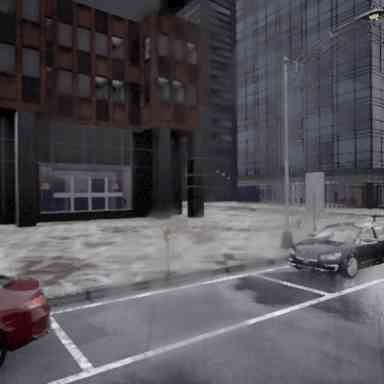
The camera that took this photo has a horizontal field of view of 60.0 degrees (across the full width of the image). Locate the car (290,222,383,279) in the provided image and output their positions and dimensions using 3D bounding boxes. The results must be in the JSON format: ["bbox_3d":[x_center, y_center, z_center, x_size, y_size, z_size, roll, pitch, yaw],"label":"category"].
[{"bbox_3d":[4.811,1.619,10.159,4.403,1.369,2.008,0,-1,-36],"label":"car"}]

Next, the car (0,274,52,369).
[{"bbox_3d":[-3.910,1.610,3.863,4.206,1.307,1.802,0,-1,-36],"label":"car"}]
